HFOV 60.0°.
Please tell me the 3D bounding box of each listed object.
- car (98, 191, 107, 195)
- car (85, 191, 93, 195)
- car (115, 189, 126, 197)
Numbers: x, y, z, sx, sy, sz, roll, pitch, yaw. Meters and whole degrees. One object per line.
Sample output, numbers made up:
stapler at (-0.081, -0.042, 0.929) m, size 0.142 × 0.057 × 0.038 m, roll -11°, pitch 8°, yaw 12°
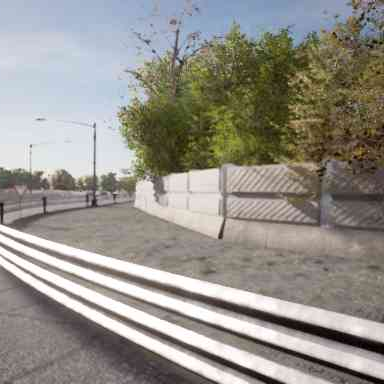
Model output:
car at (-24.033, 0.397, 89.373) m, size 1.837 × 1.490 × 4.892 m, roll 1°, pitch 0°, yaw -17°
car at (-27.423, 0.388, 88.501) m, size 1.812 × 1.442 × 4.674 m, roll 1°, pitch 0°, yaw -17°
car at (-19.091, 0.180, 89.151) m, size 2.150 × 2.045 × 5.566 m, roll 1°, pitch 0°, yaw -2°
